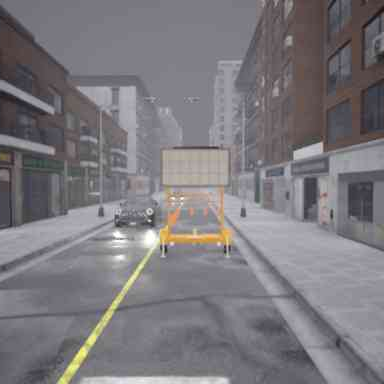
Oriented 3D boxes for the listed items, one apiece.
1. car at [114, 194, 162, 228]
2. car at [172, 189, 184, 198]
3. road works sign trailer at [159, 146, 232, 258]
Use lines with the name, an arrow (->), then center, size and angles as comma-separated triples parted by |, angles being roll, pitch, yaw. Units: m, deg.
car -> -2.906, 0.946, 18.765 | 2.097, 1.767, 4.553 | 0, 1, 1
car -> -2.449, 0.211, 59.193 | 1.837, 1.490, 4.892 | 0, 1, 1
road works sign trailer -> 0.121, 0.212, 11.662 | 2.380, 3.560, 2.880 | 0, 1, 1
